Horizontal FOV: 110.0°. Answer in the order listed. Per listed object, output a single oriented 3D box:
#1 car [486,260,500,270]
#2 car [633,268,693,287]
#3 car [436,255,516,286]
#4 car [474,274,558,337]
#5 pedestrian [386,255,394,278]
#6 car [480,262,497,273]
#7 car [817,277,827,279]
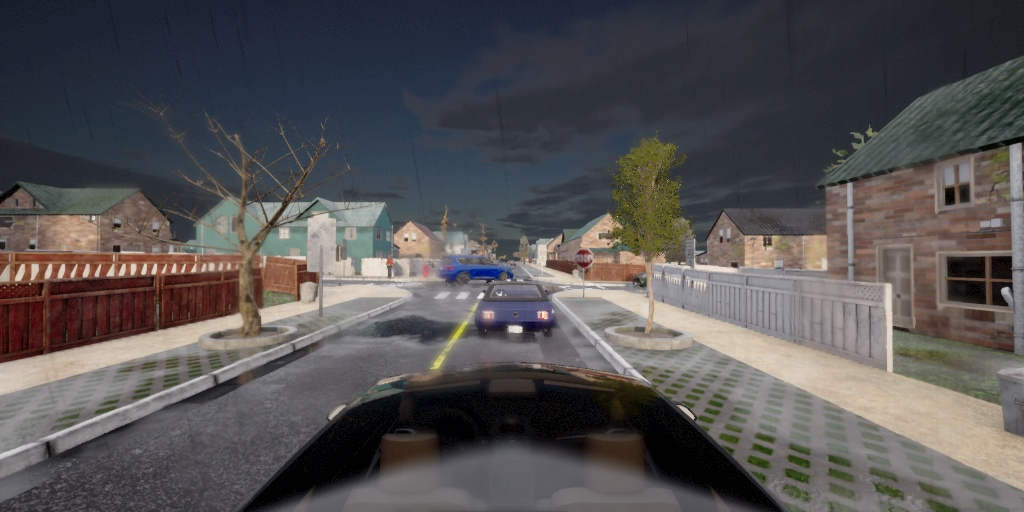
[{"bbox_3d":[-2.930,1.353,55.277,1.837,1.490,4.892,0,0,0],"label":"car"},{"bbox_3d":[10.969,1.422,25.332,4.553,1.767,2.097,1,-1,-1],"label":"car"},{"bbox_3d":[-2.562,0.988,25.354,5.566,2.045,2.150,2,0,-36],"label":"car"},{"bbox_3d":[0.085,1.355,10.220,1.895,1.301,4.718,0,0,0],"label":"car"},{"bbox_3d":[-9.671,0.796,28.248,0.375,1.860,0.375,0,-2,0],"label":"pedestrian"},{"bbox_3d":[-2.914,1.416,45.156,1.895,1.301,4.718,0,0,0],"label":"car"},{"bbox_3d":[20.957,1.860,25.368,4.181,1.385,1.994,1,-1,0],"label":"car"}]
